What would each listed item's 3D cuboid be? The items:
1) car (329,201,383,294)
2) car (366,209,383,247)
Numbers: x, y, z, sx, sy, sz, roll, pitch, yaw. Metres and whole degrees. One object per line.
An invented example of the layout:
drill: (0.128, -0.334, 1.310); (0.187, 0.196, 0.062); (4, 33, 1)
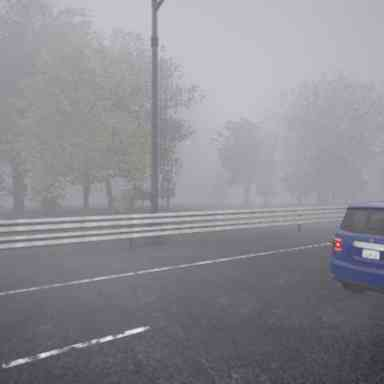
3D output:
car: (5.431, 1.218, 7.532); (5.566, 2.045, 2.150); (0, 0, -35)
car: (10.021, 1.499, 14.922); (4.892, 1.490, 1.837); (0, 0, -34)
